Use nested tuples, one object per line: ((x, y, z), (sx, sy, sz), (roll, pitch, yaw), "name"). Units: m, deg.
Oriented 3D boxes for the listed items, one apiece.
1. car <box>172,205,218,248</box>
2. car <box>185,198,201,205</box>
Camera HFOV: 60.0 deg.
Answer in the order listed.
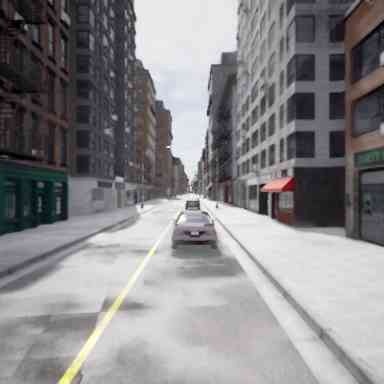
((0.100, 1.535, 14.546), (2.033, 1.411, 5.357), (0, 0, 0), "car")
((0.099, 1.456, 43.204), (2.128, 1.511, 4.902), (0, 0, 0), "car")
